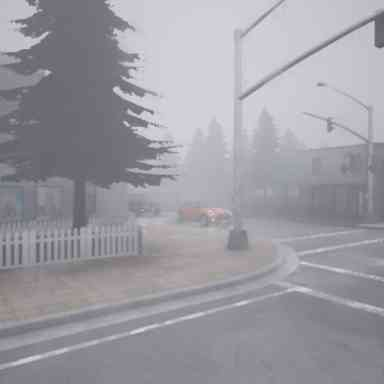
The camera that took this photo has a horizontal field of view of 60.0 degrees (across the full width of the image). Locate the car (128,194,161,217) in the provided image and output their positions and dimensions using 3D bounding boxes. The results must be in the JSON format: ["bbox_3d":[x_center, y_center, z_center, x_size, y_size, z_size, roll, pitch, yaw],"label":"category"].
[{"bbox_3d":[-5.098,1.231,32.409,2.150,2.045,5.566,0,0,-34],"label":"car"}]

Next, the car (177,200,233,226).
[{"bbox_3d":[0.839,1.361,23.528,2.097,1.767,4.553,0,0,-34],"label":"car"}]
